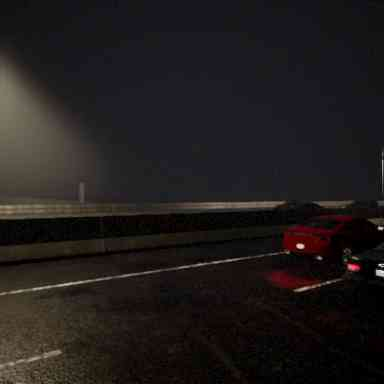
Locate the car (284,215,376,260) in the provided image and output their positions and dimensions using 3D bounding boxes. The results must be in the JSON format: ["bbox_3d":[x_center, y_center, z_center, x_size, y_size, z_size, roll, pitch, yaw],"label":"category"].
[{"bbox_3d":[5.432,1.567,11.861,5.008,1.535,1.882,1,0,-35],"label":"car"}]

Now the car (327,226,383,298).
[{"bbox_3d":[5.690,1.621,7.767,5.357,1.411,2.033,1,0,-35],"label":"car"}]

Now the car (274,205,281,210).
[{"bbox_3d":[11.408,1.736,37.547,5.008,1.535,1.882,1,0,-34],"label":"car"}]

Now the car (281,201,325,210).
[{"bbox_3d":[11.504,1.764,33.374,4.674,1.442,1.812,1,0,-34],"label":"car"}]

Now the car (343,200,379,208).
[{"bbox_3d":[16.604,1.624,32.622,4.553,1.767,2.097,0,0,-34],"label":"car"}]
